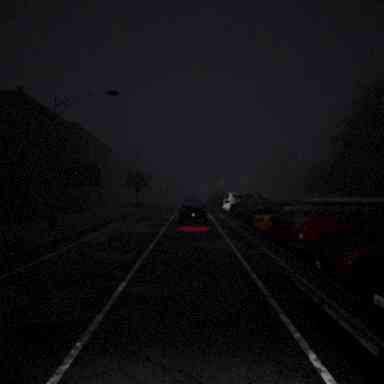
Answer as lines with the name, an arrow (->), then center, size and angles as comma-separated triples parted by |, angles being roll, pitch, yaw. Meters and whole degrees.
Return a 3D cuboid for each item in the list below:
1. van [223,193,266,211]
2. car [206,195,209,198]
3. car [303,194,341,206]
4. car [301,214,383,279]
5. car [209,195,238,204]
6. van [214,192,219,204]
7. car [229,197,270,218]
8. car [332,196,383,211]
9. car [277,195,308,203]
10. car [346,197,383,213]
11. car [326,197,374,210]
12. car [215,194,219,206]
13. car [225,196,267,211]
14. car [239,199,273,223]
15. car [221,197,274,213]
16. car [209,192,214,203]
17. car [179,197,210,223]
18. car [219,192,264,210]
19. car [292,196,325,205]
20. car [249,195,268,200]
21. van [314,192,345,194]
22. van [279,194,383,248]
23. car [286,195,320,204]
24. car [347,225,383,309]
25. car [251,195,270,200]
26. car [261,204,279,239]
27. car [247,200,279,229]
van -> 5.696, 1.067, 36.544 | 4.442, 1.987, 1.878 | 0, 0, 0
car -> 5.590, 1.012, 56.166 | 5.566, 2.045, 2.435 | 0, 0, 0
car -> 18.614, 1.139, 47.806 | 4.553, 1.767, 2.185 | 0, 0, 0
car -> 5.606, 1.451, 8.515 | 4.792, 1.488, 2.163 | 0, 0, 0
car -> 5.556, 1.271, 58.967 | 4.892, 1.521, 2.231 | 0, 0, 0
van -> 5.455, 1.051, 42.151 | 4.442, 1.987, 1.878 | 0, 0, 0
car -> 5.573, 1.358, 25.333 | 4.792, 1.488, 2.163 | 0, 0, 0
car -> 18.474, 1.291, 36.669 | 5.366, 1.575, 1.946 | 0, 0, 0
car -> 18.636, 1.281, 61.730 | 5.008, 1.535, 2.097 | 0, 0, 0
car -> 18.659, 1.303, 33.883 | 5.008, 1.535, 2.097 | 0, 0, 0
car -> 18.653, 1.326, 39.454 | 4.674, 1.452, 2.002 | 0, 0, 0
car -> 5.570, 1.286, 39.347 | 4.892, 1.521, 2.231 | 0, 0, 0
car -> 5.592, 1.319, 28.130 | 4.892, 1.521, 2.231 | 0, 0, 0
car -> 5.608, 1.354, 19.725 | 5.008, 1.535, 2.097 | 0, 0, 0
car -> 5.580, 1.301, 33.741 | 5.008, 1.535, 2.097 | 0, 0, 0
car -> 5.594, 1.012, 47.756 | 5.566, 2.045, 2.435 | 0, 0, 0
car -> 0.086, 1.344, 23.924 | 1.882, 1.535, 5.008 | 0, 0, 0
car -> 5.619, 1.058, 30.937 | 5.566, 2.045, 2.435 | 0, 0, 0
car -> 18.644, 1.301, 53.375 | 4.674, 1.452, 2.002 | 0, 0, 0
car -> 18.651, 1.485, 93.363 | 5.008, 1.535, 2.097 | 0, 0, 0
van -> 18.764, 1.044, 45.026 | 4.442, 1.987, 1.878 | 0, 0, 0
van -> 5.513, 1.178, 11.317 | 4.442, 1.987, 1.878 | 0, 0, 0
car -> 18.646, 1.264, 56.162 | 5.008, 1.535, 2.097 | 0, 0, 0
car -> 5.612, 1.468, 5.712 | 4.792, 1.488, 2.163 | 0, 0, 0
car -> 18.642, 1.504, 90.215 | 4.674, 1.452, 2.002 | 0, 0, 0
car -> 5.653, 1.417, 14.122 | 4.792, 1.488, 2.163 | 0, 0, 0
car -> 5.804, 1.367, 16.925 | 5.366, 1.575, 1.946 | 0, 0, 0
